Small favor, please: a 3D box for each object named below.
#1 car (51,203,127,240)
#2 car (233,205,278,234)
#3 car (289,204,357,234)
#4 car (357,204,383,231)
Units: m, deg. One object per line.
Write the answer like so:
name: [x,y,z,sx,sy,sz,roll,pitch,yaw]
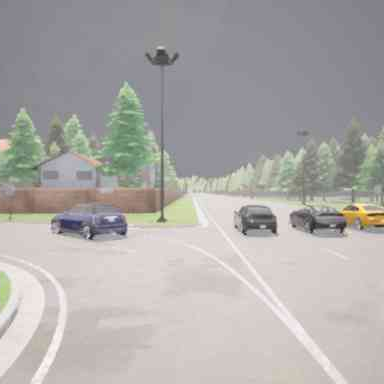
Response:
car: [-5.391,1.339,17.164,4.553,1.767,2.097,0,0,42]
car: [3.550,1.490,19.166,1.837,1.490,4.892,0,0,0]
car: [7.050,1.476,19.080,2.128,1.511,4.902,0,0,0]
car: [10.543,1.461,20.709,1.882,1.535,5.008,0,0,0]
